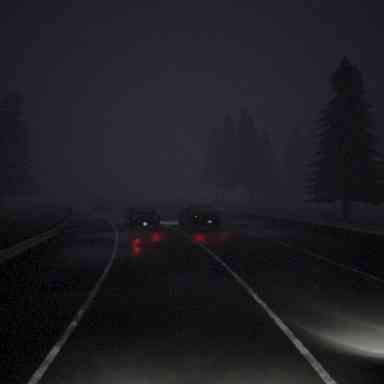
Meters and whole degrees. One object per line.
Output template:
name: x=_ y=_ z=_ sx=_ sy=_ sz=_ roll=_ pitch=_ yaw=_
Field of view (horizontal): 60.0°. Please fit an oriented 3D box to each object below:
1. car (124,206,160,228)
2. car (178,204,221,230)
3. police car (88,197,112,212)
car: x=-3.405 y=1.596 z=21.930 sx=1.895 sy=1.301 sz=4.718 roll=0 pitch=0 yaw=-16
car: x=0.410 y=1.509 z=21.241 sx=1.812 sy=1.442 sz=4.674 roll=0 pitch=0 yaw=-15
police car: x=-11.066 y=1.431 z=39.743 sx=1.930 sy=1.638 sz=5.238 roll=0 pitch=0 yaw=-29
